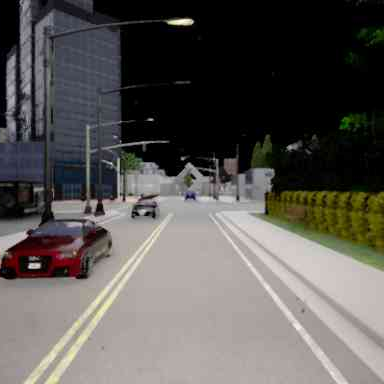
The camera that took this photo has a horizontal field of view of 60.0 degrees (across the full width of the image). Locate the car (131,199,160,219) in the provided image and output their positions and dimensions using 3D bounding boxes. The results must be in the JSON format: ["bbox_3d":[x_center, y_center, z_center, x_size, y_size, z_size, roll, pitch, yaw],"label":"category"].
[{"bbox_3d":[-3.646,1.304,26.671,2.128,1.511,4.902,0,0,0],"label":"car"}]

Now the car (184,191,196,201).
[{"bbox_3d":[-0.333,0.739,65.195,2.150,2.045,5.566,0,0,0],"label":"car"}]

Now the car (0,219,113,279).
[{"bbox_3d":[-3.643,1.501,9.654,1.994,1.385,4.181,0,0,-1],"label":"car"}]
